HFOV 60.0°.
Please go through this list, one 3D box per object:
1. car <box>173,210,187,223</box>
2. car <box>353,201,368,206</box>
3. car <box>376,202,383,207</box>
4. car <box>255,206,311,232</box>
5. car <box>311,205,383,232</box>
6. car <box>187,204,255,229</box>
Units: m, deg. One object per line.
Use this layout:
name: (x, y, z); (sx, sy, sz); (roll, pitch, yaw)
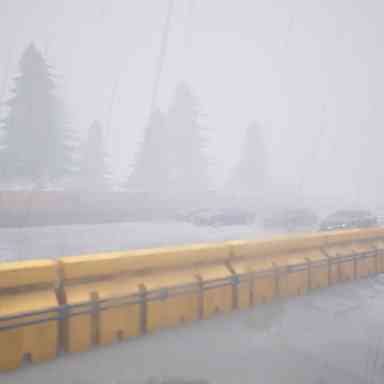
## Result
car: (0.791, 1.693, 26.508); (5.008, 1.535, 1.882); (1, 0, -39)
car: (28.360, 2.230, 56.046); (1.882, 1.535, 5.008); (0, 0, 36)
car: (30.687, 2.305, 53.194); (2.033, 1.411, 5.357); (0, -1, 36)
car: (6.648, 1.753, 22.267); (4.892, 1.490, 1.837); (1, -1, -40)
car: (9.500, 1.767, 20.094); (4.892, 1.490, 1.837); (1, 0, -40)
car: (2.353, 1.685, 23.274); (5.008, 1.535, 1.882); (1, -1, -39)
